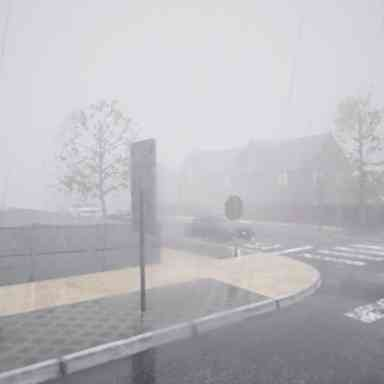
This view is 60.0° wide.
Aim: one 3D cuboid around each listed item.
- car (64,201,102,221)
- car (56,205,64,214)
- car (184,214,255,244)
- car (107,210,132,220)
[{"bbox_3d":[-11.511,2.047,35.656,2.150,2.045,5.566,-1,-1,-35],"label":"car"},{"bbox_3d":[-19.834,2.764,52.187,2.033,1.411,5.357,-1,-1,-36],"label":"car"},{"bbox_3d":[1.345,1.865,17.667,1.994,1.385,4.181,-1,-1,-36],"label":"car"},{"bbox_3d":[-5.278,2.172,26.937,1.895,1.301,4.718,-1,-1,-36],"label":"car"}]
